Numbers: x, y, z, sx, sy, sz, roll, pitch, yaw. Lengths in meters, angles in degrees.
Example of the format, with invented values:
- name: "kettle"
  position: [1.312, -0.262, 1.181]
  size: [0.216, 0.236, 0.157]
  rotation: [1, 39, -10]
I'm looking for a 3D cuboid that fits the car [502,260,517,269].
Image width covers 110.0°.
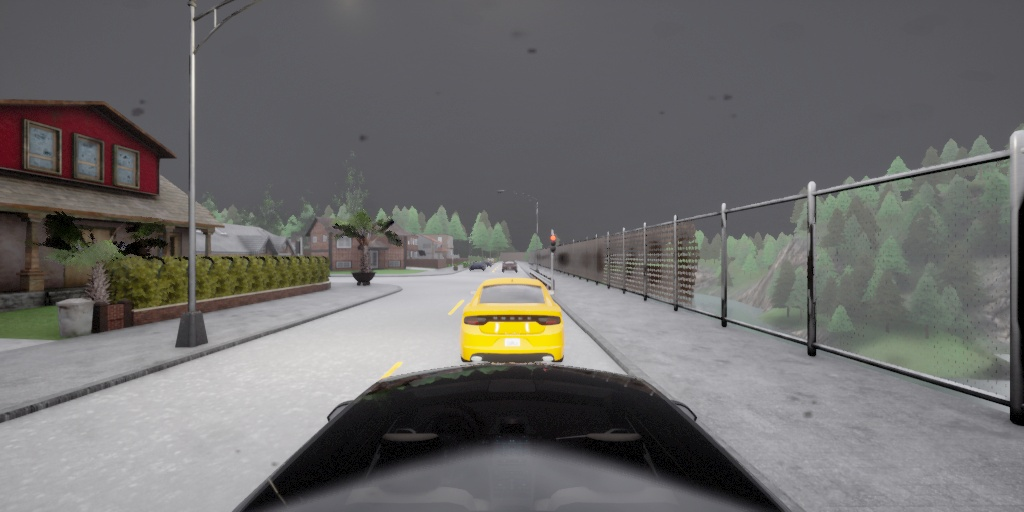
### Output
- name: "car"
  position: [-0.316, 1.274, 46.647]
  size: [1.812, 1.442, 4.674]
  rotation: [0, 0, -1]

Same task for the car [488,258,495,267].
- name: "car"
  position: [-4.622, 1.349, 64.271]
  size: [1.895, 1.301, 4.718]
  rotation: [0, 0, 0]

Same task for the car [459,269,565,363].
- name: "car"
  position: [0.002, 1.227, 8.197]
  size: [1.882, 1.535, 5.008]
  rotation: [0, 0, 0]

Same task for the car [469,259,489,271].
- name: "car"
  position: [-4.504, 1.350, 47.291]
  size: [1.895, 1.301, 4.718]
  rotation: [0, 0, 0]
